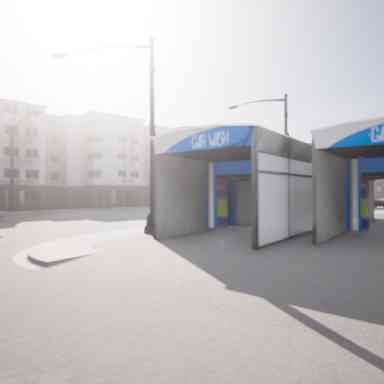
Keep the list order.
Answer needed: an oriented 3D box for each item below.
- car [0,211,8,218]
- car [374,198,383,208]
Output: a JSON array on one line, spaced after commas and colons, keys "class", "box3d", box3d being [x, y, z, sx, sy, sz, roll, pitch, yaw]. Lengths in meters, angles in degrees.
[{"class": "car", "box3d": [-17.527, 1.800, 26.504, 1.895, 1.301, 4.718, -1, 0, 31]}, {"class": "car", "box3d": [25.176, 1.514, 46.275, 4.902, 1.511, 2.128, 0, 0, -24]}]
